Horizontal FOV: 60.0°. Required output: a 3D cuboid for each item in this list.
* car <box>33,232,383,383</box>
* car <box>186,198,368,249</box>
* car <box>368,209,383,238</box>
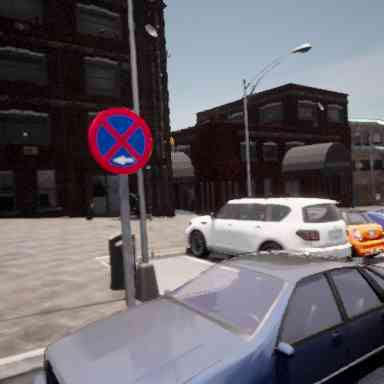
[{"bbox_3d":[1.064,1.539,4.136,5.357,1.411,2.033,0,0,-35],"label":"car"},{"bbox_3d":[2.047,1.207,10.497,2.435,2.045,5.566,0,0,-35],"label":"car"},{"bbox_3d":[4.372,1.325,12.082,2.185,1.767,4.553,0,0,-35],"label":"car"}]
